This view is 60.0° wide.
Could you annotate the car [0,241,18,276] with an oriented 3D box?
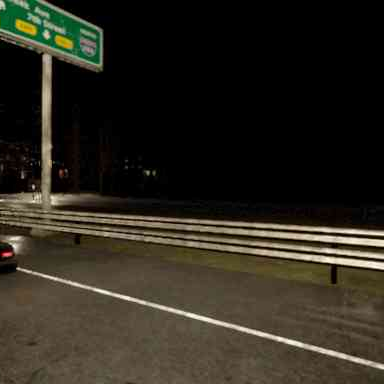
[{"bbox_3d":[-6.719,1.518,8.804,5.357,1.411,2.033,0,0,36],"label":"car"}]
